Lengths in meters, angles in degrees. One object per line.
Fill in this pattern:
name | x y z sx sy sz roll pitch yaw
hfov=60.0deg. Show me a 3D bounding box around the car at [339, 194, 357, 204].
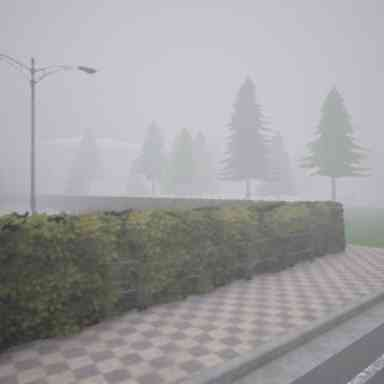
car | 33.327 1.390 71.025 2.150 2.045 5.566 0 0 8
